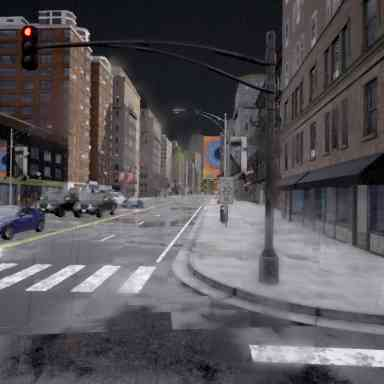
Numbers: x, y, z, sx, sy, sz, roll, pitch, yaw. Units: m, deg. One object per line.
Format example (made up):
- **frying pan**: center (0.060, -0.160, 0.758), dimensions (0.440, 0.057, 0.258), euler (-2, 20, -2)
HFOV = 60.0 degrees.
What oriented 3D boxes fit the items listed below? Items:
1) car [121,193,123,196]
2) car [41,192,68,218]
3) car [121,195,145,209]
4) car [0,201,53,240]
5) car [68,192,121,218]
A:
- **car**: center (-10.487, 1.035, 43.508), dimensions (2.150, 2.045, 5.566), euler (1, 1, 3)
- **car**: center (-11.446, 1.056, 28.657), dimensions (2.150, 2.045, 5.566), euler (1, 0, 4)
- **car**: center (-7.330, 1.380, 41.957), dimensions (1.812, 1.442, 4.674), euler (1, 1, 4)
- **car**: center (-8.964, 1.413, 16.460), dimensions (1.812, 1.442, 4.674), euler (1, 0, 2)
- **car**: center (-8.200, 1.086, 28.586), dimensions (2.150, 2.045, 5.566), euler (1, 0, 4)
